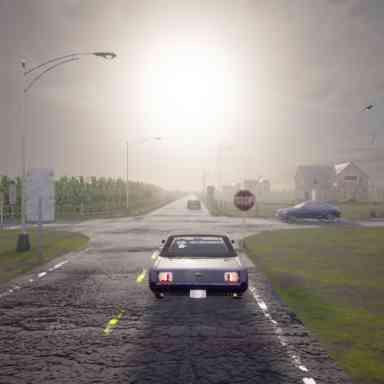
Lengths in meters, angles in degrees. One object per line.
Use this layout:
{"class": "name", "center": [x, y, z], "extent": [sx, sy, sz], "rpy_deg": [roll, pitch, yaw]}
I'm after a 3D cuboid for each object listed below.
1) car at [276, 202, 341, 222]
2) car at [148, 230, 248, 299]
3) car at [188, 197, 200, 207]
{"class": "car", "center": [8.640, 1.449, 24.836], "extent": [4.674, 1.442, 1.812], "rpy_deg": [0, 0, -3]}
{"class": "car", "center": [0.154, 1.602, 8.391], "extent": [1.895, 1.301, 4.718], "rpy_deg": [0, 0, 1]}
{"class": "car", "center": [0.314, 1.525, 50.488], "extent": [2.128, 1.511, 4.902], "rpy_deg": [0, 0, 0]}
